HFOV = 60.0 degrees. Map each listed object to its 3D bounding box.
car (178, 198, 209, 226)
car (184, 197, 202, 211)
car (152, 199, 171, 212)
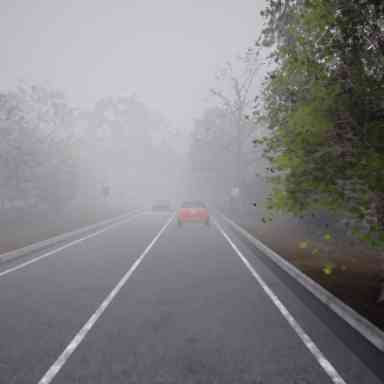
[{"bbox_3d":[0.095,1.366,23.773,2.097,1.767,4.553,0,0,0],"label":"car"},{"bbox_3d":[0.091,1.441,42.031,2.128,1.511,4.902,0,0,0],"label":"car"},{"bbox_3d":[-3.521,1.509,39.207,2.033,1.411,5.357,0,0,0],"label":"car"}]
